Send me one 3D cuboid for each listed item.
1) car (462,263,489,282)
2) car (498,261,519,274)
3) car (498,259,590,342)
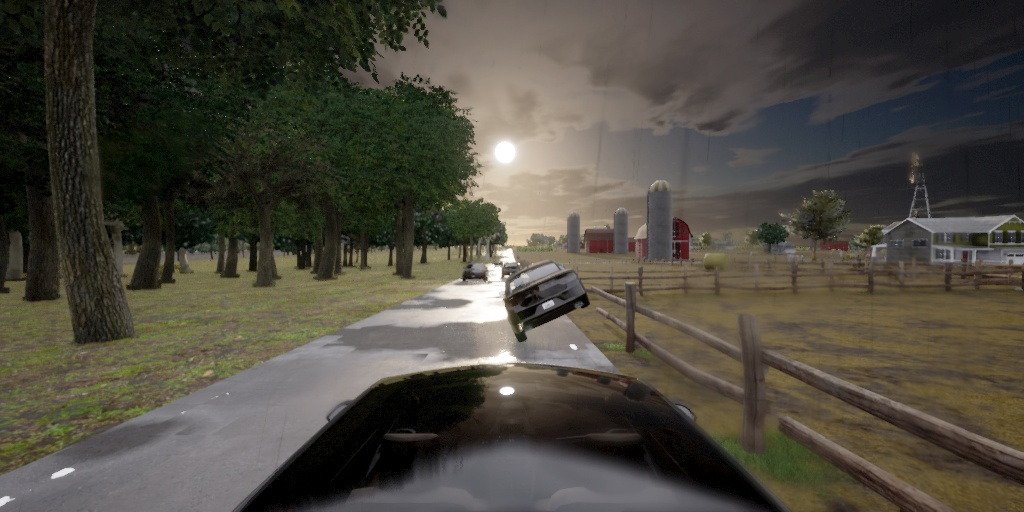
[{"bbox_3d":[-2.975,1.310,29.984,1.882,1.535,5.008,0,0,0],"label":"car"},{"bbox_3d":[-0.086,1.359,34.991,1.837,1.490,4.892,0,0,0],"label":"car"},{"bbox_3d":[0.699,0.973,9.891,1.882,1.535,5.008,-24,-2,-1],"label":"car"}]
